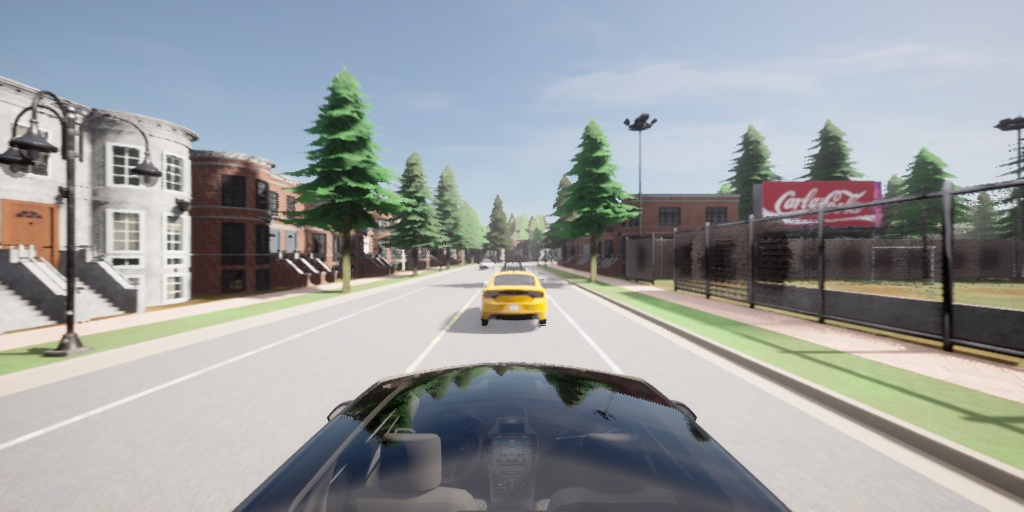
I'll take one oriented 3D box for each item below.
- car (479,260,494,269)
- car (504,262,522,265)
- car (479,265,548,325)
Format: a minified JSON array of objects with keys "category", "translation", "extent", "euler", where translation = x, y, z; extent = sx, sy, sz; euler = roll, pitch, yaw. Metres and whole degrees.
[{"category":"car","translation":[-3.558,1.245,50.679],"extent":[1.812,1.442,4.674],"euler":[0,0,0]},{"category":"car","translation":[0.079,1.226,27.814],"extent":[2.128,1.511,4.902],"euler":[0,0,0]},{"category":"car","translation":[0.066,1.222,11.814],"extent":[1.882,1.535,5.008],"euler":[0,0,0]}]
